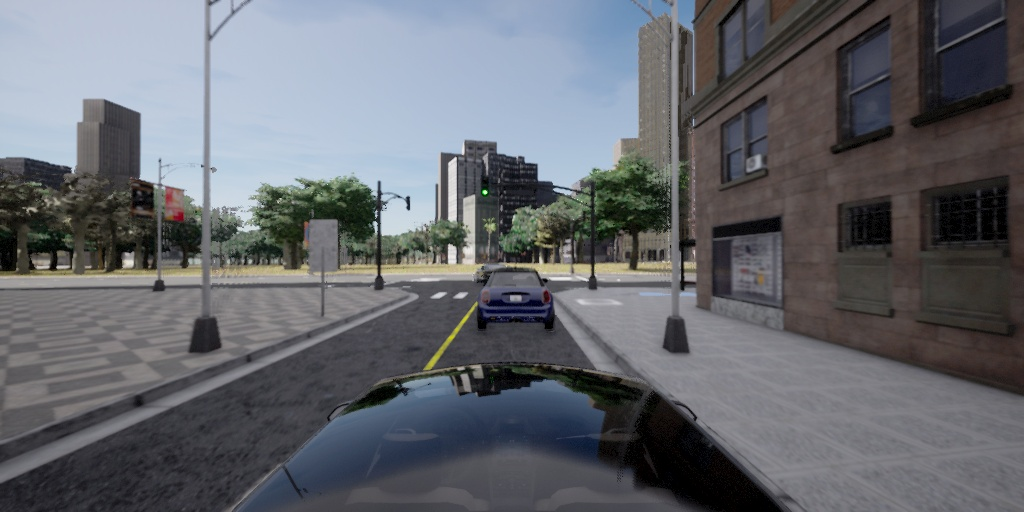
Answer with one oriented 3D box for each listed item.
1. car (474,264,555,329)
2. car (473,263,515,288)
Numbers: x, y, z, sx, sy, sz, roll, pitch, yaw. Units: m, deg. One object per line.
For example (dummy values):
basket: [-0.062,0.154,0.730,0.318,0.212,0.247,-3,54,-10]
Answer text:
car: [0.097,1.126,11.444,2.097,1.767,4.553,0,0,0]
car: [-1.393,1.270,25.260,1.882,1.535,5.008,1,-1,-16]
